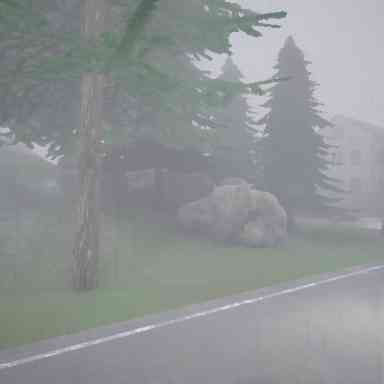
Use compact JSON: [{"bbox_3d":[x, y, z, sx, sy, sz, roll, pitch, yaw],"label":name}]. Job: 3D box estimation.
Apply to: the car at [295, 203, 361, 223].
[{"bbox_3d":[10.217,1.476,25.281,2.128,1.511,4.902,0,0,-35],"label":"car"}]
